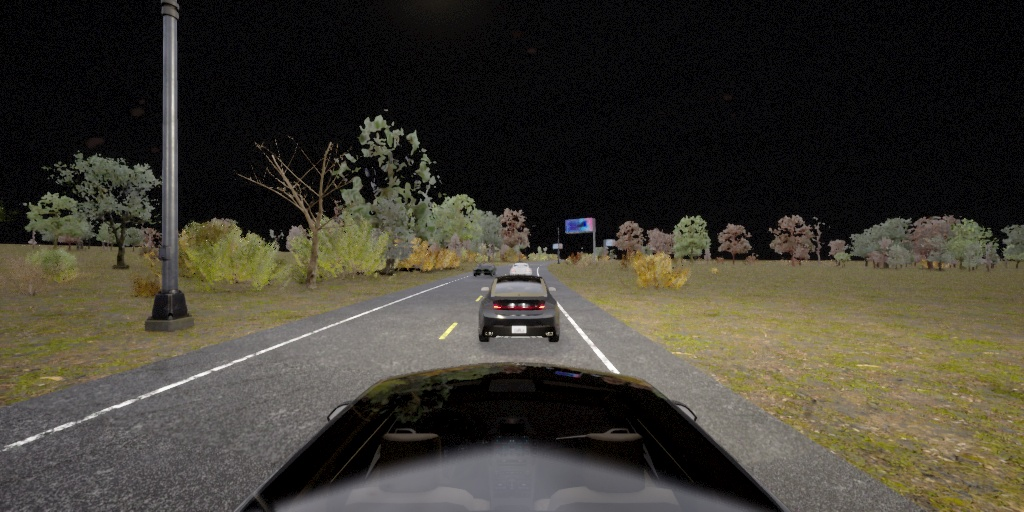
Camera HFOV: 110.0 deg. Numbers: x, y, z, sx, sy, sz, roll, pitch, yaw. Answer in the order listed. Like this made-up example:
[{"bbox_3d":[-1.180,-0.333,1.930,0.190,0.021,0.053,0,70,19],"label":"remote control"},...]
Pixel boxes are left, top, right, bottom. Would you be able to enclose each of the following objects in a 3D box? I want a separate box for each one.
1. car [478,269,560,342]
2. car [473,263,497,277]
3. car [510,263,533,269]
[{"bbox_3d":[0.182,1.258,9.749,1.837,1.490,4.892,0,0,1],"label":"car"},{"bbox_3d":[-2.622,1.378,35.155,1.895,1.301,4.718,0,0,3],"label":"car"},{"bbox_3d":[0.776,1.295,30.293,1.812,1.442,4.674,0,0,3],"label":"car"}]
